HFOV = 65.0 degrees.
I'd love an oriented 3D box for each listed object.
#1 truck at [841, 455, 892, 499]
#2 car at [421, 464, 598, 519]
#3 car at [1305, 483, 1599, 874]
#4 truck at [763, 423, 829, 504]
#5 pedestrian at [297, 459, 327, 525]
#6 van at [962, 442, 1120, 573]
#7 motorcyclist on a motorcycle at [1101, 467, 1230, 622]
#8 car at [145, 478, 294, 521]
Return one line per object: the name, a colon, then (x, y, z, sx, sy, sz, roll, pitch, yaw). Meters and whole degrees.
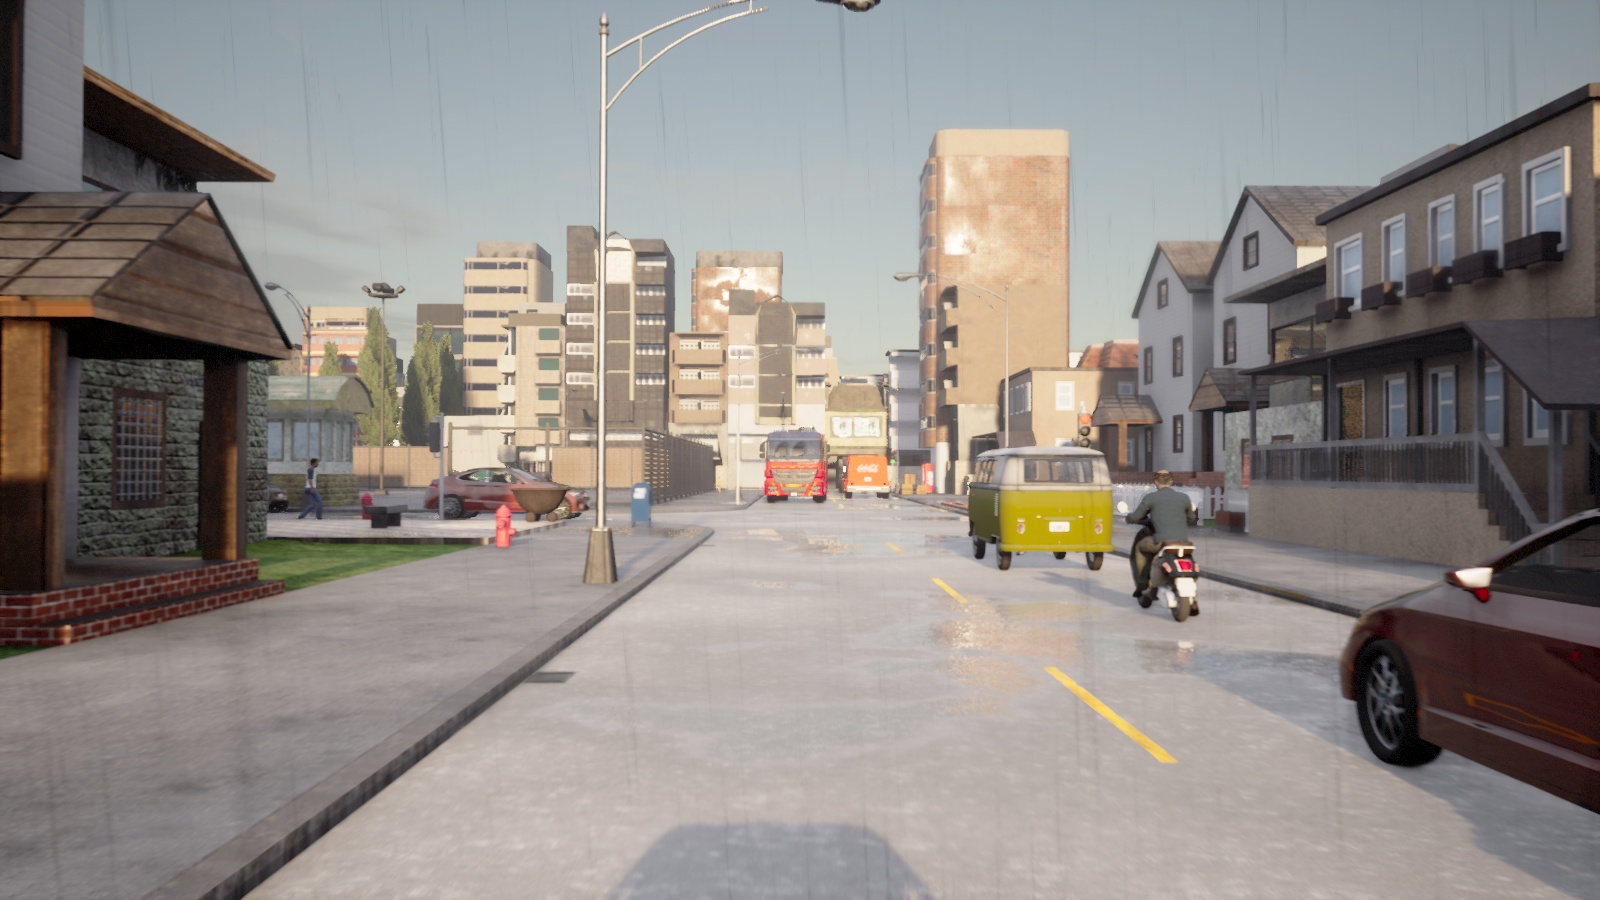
truck: (3.811, 1.534, 72.886, 2.627, 2.467, 5.204, 0, -1, 0)
car: (-8.982, 1.285, 39.128, 5.027, 1.651, 2.152, 0, -1, 0)
car: (3.985, 0.905, 5.517, 1.816, 1.474, 4.193, 0, -1, 0)
truck: (-0.091, 0.722, 63.974, 2.891, 3.827, 8.468, 0, -1, 3)
pedestrian: (-13.532, 1.156, 34.795, 0.706, 1.836, 0.354, 0, -1, -34)
van: (3.954, 0.909, 21.338, 1.775, 1.987, 4.442, 0, -1, -1)
motorcyclist on a motorcycle: (3.964, 0.983, 13.776, 0.866, 1.590, 1.817, 0, -1, 0)
car: (-19.854, 1.680, 43.087, 4.181, 1.385, 1.994, 0, -1, 0)
